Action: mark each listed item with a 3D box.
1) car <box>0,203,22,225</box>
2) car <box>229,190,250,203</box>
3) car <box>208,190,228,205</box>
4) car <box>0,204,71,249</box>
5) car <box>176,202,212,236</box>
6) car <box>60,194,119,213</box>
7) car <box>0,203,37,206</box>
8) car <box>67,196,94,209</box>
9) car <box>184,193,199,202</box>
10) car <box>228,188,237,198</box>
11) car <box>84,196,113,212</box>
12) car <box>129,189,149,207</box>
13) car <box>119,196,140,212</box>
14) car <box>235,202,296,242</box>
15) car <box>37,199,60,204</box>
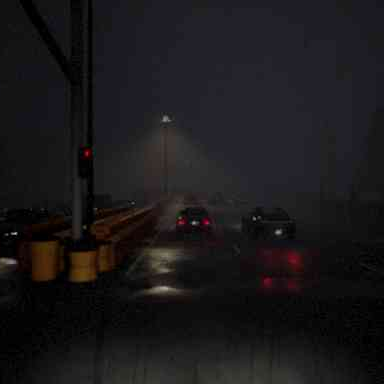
[{"bbox_3d":[-14.095,1.518,22.931,2.033,1.411,5.357,0,0,0],"label":"car"},{"bbox_3d":[6.884,0.957,46.772,1.994,1.385,4.181,0,4,0],"label":"car"},{"bbox_3d":[3.385,0.758,46.524,2.097,1.767,4.553,0,4,0],"label":"car"},{"bbox_3d":[-7.068,1.474,13.876,2.128,1.511,4.902,0,0,-1],"label":"car"},{"bbox_3d":[0.098,1.525,18.210,2.033,1.411,5.357,0,0,0],"label":"car"},{"bbox_3d":[-7.094,1.192,23.729,2.150,2.045,5.566,0,0,0],"label":"car"},{"bbox_3d":[-10.599,1.525,17.539,2.033,1.411,5.357,0,0,0],"label":"car"},{"bbox_3d":[-14.092,1.241,42.371,1.895,1.301,4.718,0,3,0],"label":"car"},{"bbox_3d":[-0.113,0.894,46.800,1.837,1.490,4.892,0,4,0],"label":"car"},{"bbox_3d":[6.830,0.078,56.426,1.837,1.490,4.892,0,6,0],"label":"car"},{"bbox_3d":[-10.567,1.303,37.860,1.882,1.535,5.008,0,2,0],"label":"car"},{"bbox_3d":[-7.104,0.750,44.459,2.150,2.045,5.566,0,3,0],"label":"car"},{"bbox_3d":[-7.076,1.468,33.967,2.033,1.411,5.357,0,1,0],"label":"car"},{"bbox_3d":[3.599,1.472,16.270,2.128,1.511,4.902,0,0,0],"label":"car"},{"bbox_3d":[-10.593,1.513,27.604,2.033,1.411,5.357,0,0,0],"label":"car"}]
